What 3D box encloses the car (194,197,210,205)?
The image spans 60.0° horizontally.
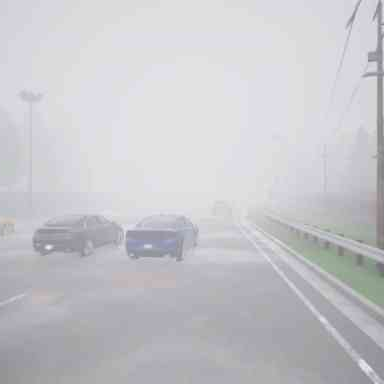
[{"bbox_3d":[2.333,2.180,72.588,1.994,1.385,4.181,0,-1,10],"label":"car"}]

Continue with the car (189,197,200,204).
[{"bbox_3d":[0.621,2.036,83.048,1.882,1.535,5.008,0,-1,10],"label":"car"}]

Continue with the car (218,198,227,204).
[{"bbox_3d":[7.520,2.145,81.863,1.895,1.301,4.718,0,-1,10],"label":"car"}]

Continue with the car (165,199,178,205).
[{"bbox_3d":[-4.567,2.188,73.769,1.994,1.385,4.181,0,-1,10],"label":"car"}]

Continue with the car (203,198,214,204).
[{"bbox_3d":[4.068,2.094,82.441,2.033,1.411,5.357,0,-1,10],"label":"car"}]

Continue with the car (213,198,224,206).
[{"bbox_3d":[5.780,2.148,71.981,1.812,1.442,4.674,0,-1,10],"label":"car"}]

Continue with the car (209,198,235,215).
[{"bbox_3d":[3.596,1.692,38.648,2.097,1.767,4.553,0,0,10],"label":"car"}]

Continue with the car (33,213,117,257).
[{"bbox_3d":[-4.399,1.624,13.604,1.837,1.490,4.892,0,-1,10],"label":"car"}]

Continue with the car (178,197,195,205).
[{"bbox_3d":[-1.186,2.128,72.785,1.837,1.490,4.892,0,-1,10],"label":"car"}]

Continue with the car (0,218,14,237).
[{"bbox_3d":[-11.018,1.619,16.375,1.882,1.535,5.008,0,-1,10],"label":"car"}]

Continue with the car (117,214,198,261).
[{"bbox_3d":[-0.959,1.592,12.956,1.882,1.535,5.008,0,-1,10],"label":"car"}]

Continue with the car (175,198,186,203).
[{"bbox_3d":[-2.826,2.116,83.654,1.994,1.385,4.181,0,-1,10],"label":"car"}]

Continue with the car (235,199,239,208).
[{"bbox_3d":[7.334,2.005,60.048,1.882,1.535,5.008,0,-1,10],"label":"car"}]
